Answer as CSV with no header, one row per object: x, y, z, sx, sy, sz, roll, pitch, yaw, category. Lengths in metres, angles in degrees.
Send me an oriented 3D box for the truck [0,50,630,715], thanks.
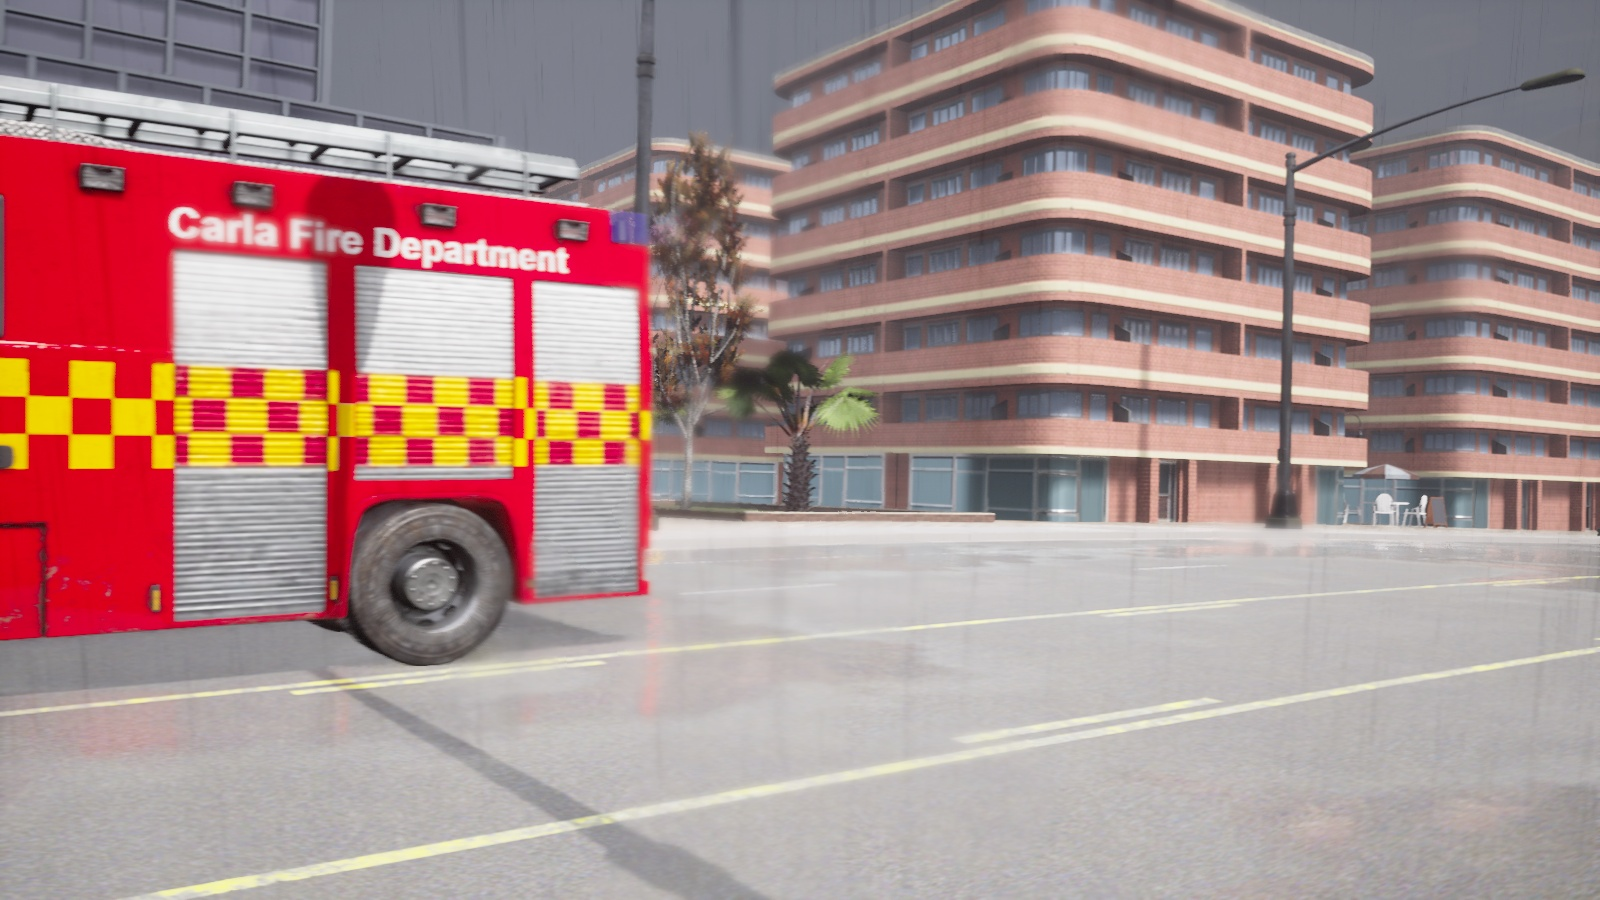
-5.596,-0.385,8.295,8.468,3.827,2.891,0,0,-35,truck
